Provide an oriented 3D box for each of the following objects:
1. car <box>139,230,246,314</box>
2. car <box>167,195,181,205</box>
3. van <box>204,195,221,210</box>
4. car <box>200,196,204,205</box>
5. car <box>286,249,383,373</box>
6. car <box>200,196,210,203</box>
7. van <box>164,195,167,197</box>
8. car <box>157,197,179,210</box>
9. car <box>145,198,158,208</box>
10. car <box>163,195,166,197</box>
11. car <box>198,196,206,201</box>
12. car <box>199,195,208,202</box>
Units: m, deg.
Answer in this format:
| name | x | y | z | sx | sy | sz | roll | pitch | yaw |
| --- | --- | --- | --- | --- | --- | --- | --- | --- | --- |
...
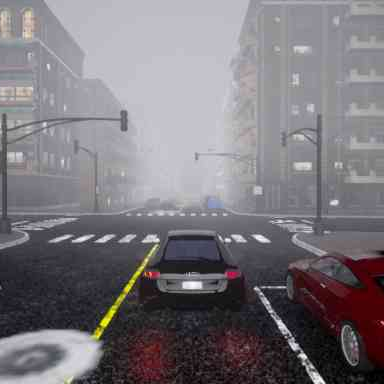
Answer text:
| name | x | y | z | sx | sy | sz | roll | pitch | yaw |
| --- | --- | --- | --- | --- | --- | --- | --- | --- | --- |
| car | 0.003 | 1.564 | 7.692 | 1.994 | 1.385 | 4.181 | 0 | 0 | 0 |
| car | -3.052 | 1.635 | 61.953 | 2.033 | 1.411 | 5.357 | 0 | 0 | 0 |
| van | 2.818 | 1.381 | 43.256 | 1.690 | 1.788 | 3.998 | -1 | 0 | 0 |
| car | 2.729 | 1.367 | 48.753 | 2.192 | 1.841 | 5.009 | -1 | 0 | 0 |
| car | 2.793 | 1.582 | 5.354 | 1.802 | 1.307 | 4.206 | 0 | 0 | 0 |
| car | 2.693 | 1.661 | 70.835 | 1.887 | 1.381 | 4.507 | -1 | 0 | 0 |
| van | -5.833 | 1.477 | 76.419 | 1.690 | 1.788 | 3.998 | -1 | 0 | 0 |
| car | -3.091 | 1.642 | 43.738 | 1.895 | 1.301 | 4.718 | 0 | 0 | 0 |
| car | -5.834 | 1.634 | 48.804 | 1.802 | 1.307 | 4.206 | -1 | 0 | 0 |
| car | -5.833 | 1.631 | 54.325 | 1.947 | 1.339 | 4.313 | -1 | 0 | 0 |
| car | 2.768 | 1.768 | 92.923 | 1.947 | 1.339 | 4.313 | -1 | 0 | 0 |
| car | 2.742 | 1.596 | 81.878 | 1.967 | 1.590 | 4.097 | -1 | 0 | 0 |
